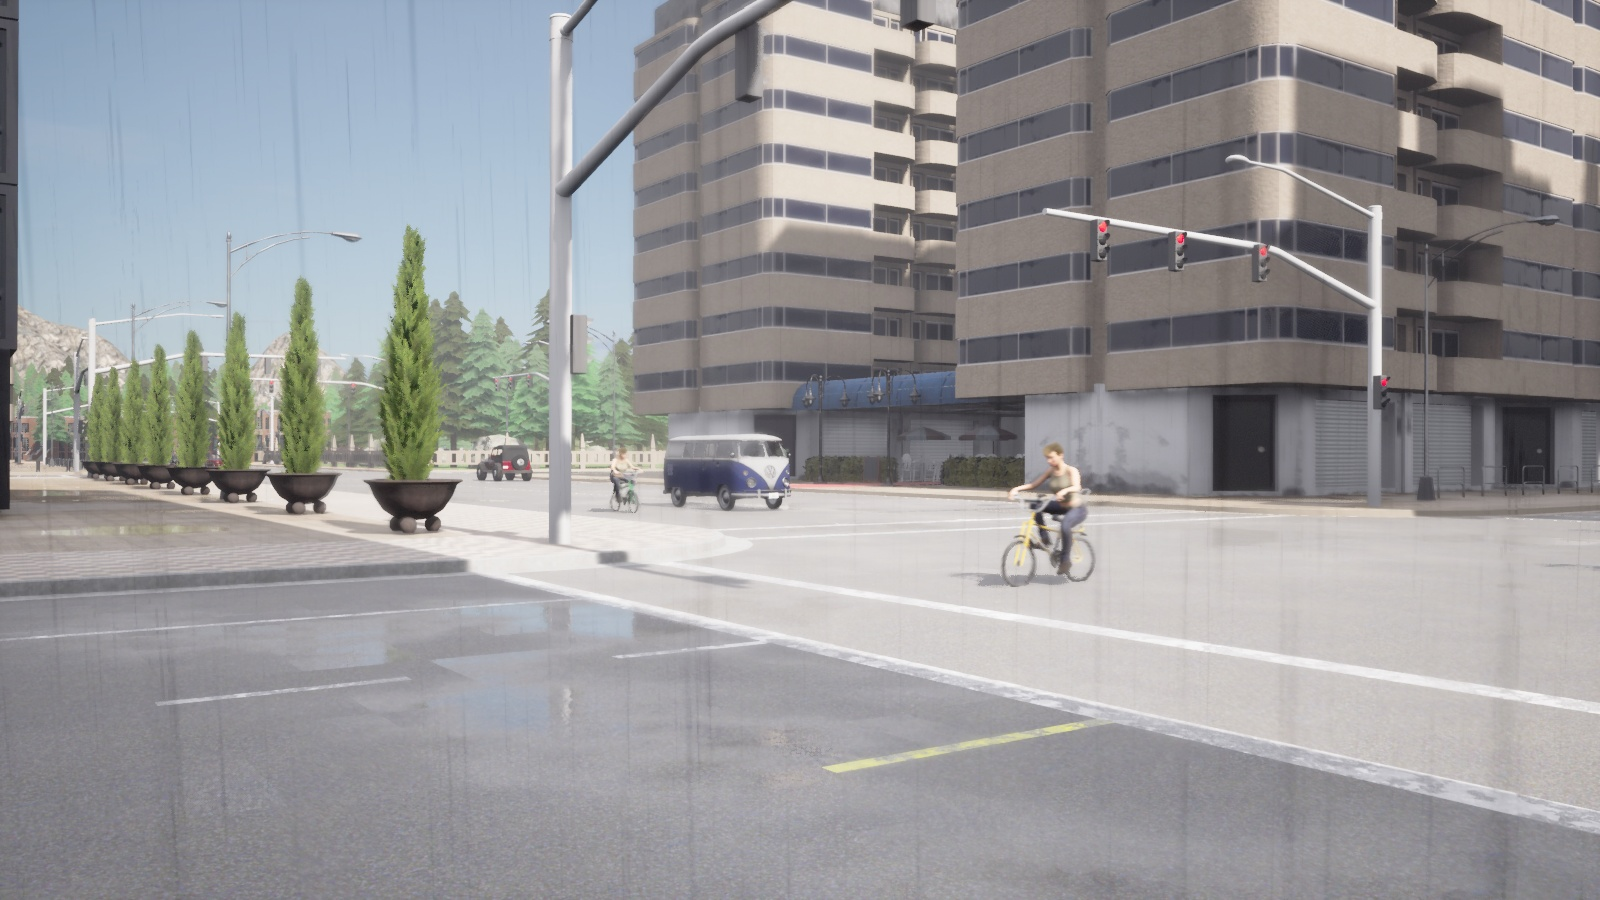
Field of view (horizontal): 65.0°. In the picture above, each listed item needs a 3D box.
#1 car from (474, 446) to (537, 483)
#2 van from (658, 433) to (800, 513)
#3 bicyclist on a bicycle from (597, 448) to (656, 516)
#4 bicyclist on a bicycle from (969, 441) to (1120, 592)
[{"bbox_3d":[-15.399,0.734,65.583,1.905,1.878,3.866,0,0,-34],"label":"car"},{"bbox_3d":[-1.986,0.584,33.753,1.775,1.987,4.442,0,0,-35],"label":"van"},{"bbox_3d":[-4.280,0.766,30.905,0.866,1.612,1.509,0,0,-35],"label":"bicyclist on a bicycle"},{"bbox_3d":[2.761,0.710,14.162,1.509,1.612,0.866,0,0,-35],"label":"bicyclist on a bicycle"}]
